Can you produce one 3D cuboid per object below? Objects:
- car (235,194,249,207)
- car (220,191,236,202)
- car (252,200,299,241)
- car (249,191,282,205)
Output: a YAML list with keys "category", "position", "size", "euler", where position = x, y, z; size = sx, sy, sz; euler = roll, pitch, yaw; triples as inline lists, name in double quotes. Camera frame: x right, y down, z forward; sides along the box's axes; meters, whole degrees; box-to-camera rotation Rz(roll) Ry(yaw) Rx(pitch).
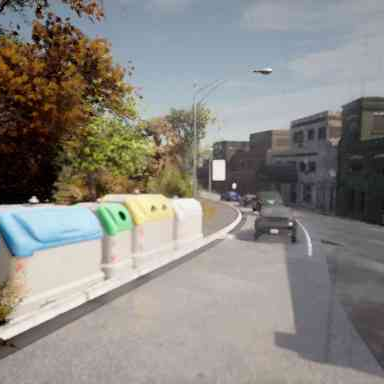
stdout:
- category: "car"
  position: [6.930, 1.029, 40.503]
  size: [1.837, 1.490, 4.892]
  euler: [0, 2, -3]
- category: "car"
  position: [5.757, 0.643, 50.848]
  size: [1.812, 1.442, 4.674]
  euler: [-1, 3, -14]
- category: "car"
  position: [4.110, 1.395, 16.288]
  size: [1.837, 1.490, 4.892]
  euler: [2, 1, 15]
- category: "car"
  position: [6.729, 0.953, 30.062]
  size: [2.150, 2.045, 5.566]
  euler: [1, 1, 5]
